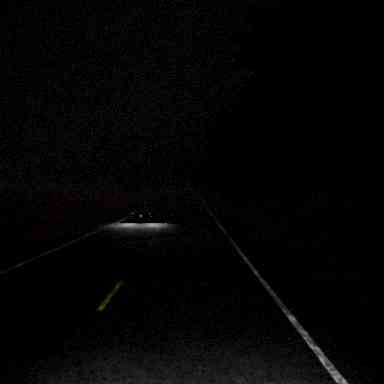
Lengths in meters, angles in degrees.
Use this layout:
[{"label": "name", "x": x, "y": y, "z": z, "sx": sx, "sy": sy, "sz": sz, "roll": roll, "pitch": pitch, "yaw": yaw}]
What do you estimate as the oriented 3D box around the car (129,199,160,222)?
[{"label": "car", "x": -3.478, "y": 1.344, "z": 25.079, "sx": 1.837, "sy": 1.490, "sz": 4.892, "roll": 0, "pitch": 1, "yaw": 0}]
